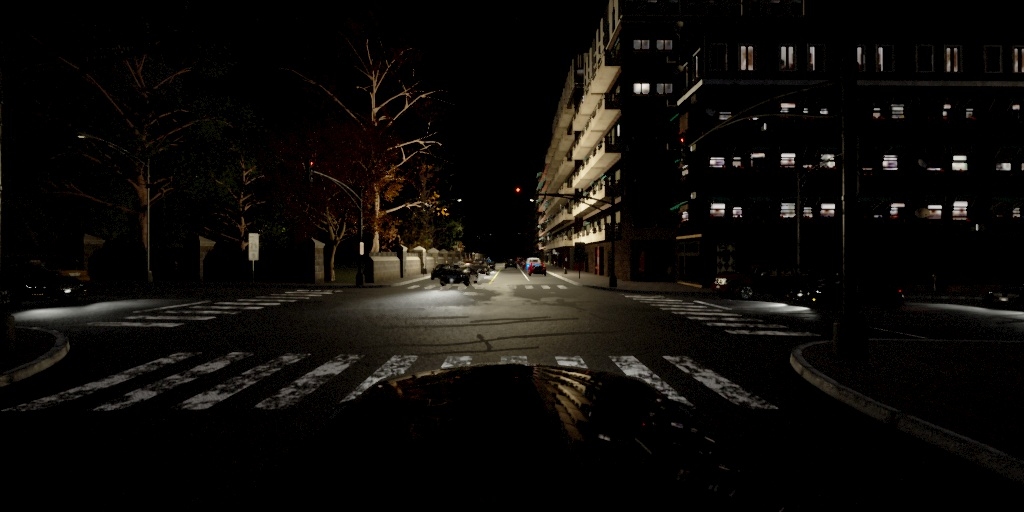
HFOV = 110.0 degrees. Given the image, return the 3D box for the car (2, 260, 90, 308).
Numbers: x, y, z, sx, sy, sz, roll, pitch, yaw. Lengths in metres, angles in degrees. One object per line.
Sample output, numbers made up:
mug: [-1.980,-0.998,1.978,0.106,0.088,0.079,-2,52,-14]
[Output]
car: [-18.207,0.954,12.704,4.892,1.490,1.837,1,0,-1]

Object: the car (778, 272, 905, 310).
car: [15.115,1.623,16.377,4.181,1.385,1.994,1,0,-1]

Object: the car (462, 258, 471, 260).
car: [-5.876,1.300,42.283,1.751,1.417,4.829,0,0,0]

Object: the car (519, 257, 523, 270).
car: [2.450,1.229,53.752,1.967,1.591,4.097,0,0,0]

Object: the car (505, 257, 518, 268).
car: [-0.174,1.362,60.431,1.994,1.385,4.181,0,0,0]

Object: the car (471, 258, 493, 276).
car: [-3.264,1.270,37.607,1.837,1.490,4.892,0,1,-1]

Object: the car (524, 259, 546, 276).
car: [2.529,1.314,36.861,1.888,1.381,4.507,0,0,0]

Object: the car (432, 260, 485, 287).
car: [-3.524,1.251,24.685,2.128,1.511,4.902,0,0,5]

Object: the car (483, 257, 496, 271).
car: [-3.316,1.276,50.353,2.128,1.511,4.902,0,0,0]

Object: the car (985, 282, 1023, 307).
car: [24.952,1.764,16.523,4.674,1.442,1.812,1,0,-1]

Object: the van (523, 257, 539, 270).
van: [2.503,1.115,42.492,1.690,1.789,3.998,0,0,0]

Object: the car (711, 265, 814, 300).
car: [13.372,1.353,18.941,5.009,1.841,2.192,0,0,-1]
